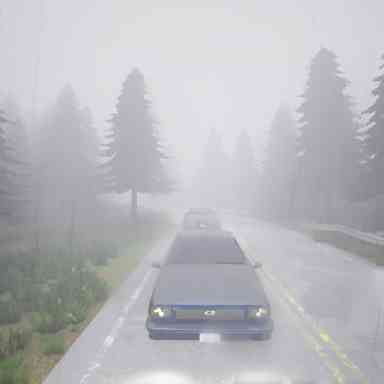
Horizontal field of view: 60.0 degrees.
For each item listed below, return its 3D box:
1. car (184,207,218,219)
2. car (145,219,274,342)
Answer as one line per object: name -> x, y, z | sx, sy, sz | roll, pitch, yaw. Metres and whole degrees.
car -> 0.500, 1.584, 19.179 | 1.994, 1.385, 4.181 | 0, 0, -2
car -> 0.294, 1.558, 7.095 | 2.033, 1.411, 5.357 | 0, 0, 1
